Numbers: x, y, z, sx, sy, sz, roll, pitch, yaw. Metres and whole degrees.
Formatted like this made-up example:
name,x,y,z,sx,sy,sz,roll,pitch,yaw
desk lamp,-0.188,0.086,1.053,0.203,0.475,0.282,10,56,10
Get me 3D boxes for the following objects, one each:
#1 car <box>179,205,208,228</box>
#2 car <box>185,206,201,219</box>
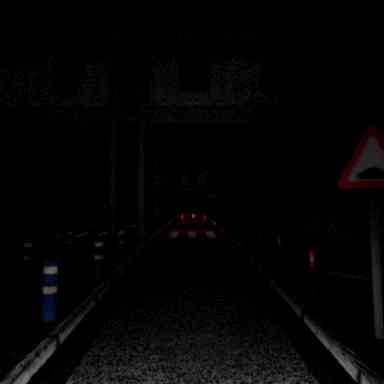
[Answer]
name,x,y,z,sx,sy,sz,roll,pitch,yaw
car,0.101,1.795,25.719,2.097,1.767,4.553,0,-2,0
car,0.101,2.636,42.987,1.882,1.535,5.008,0,-3,0
